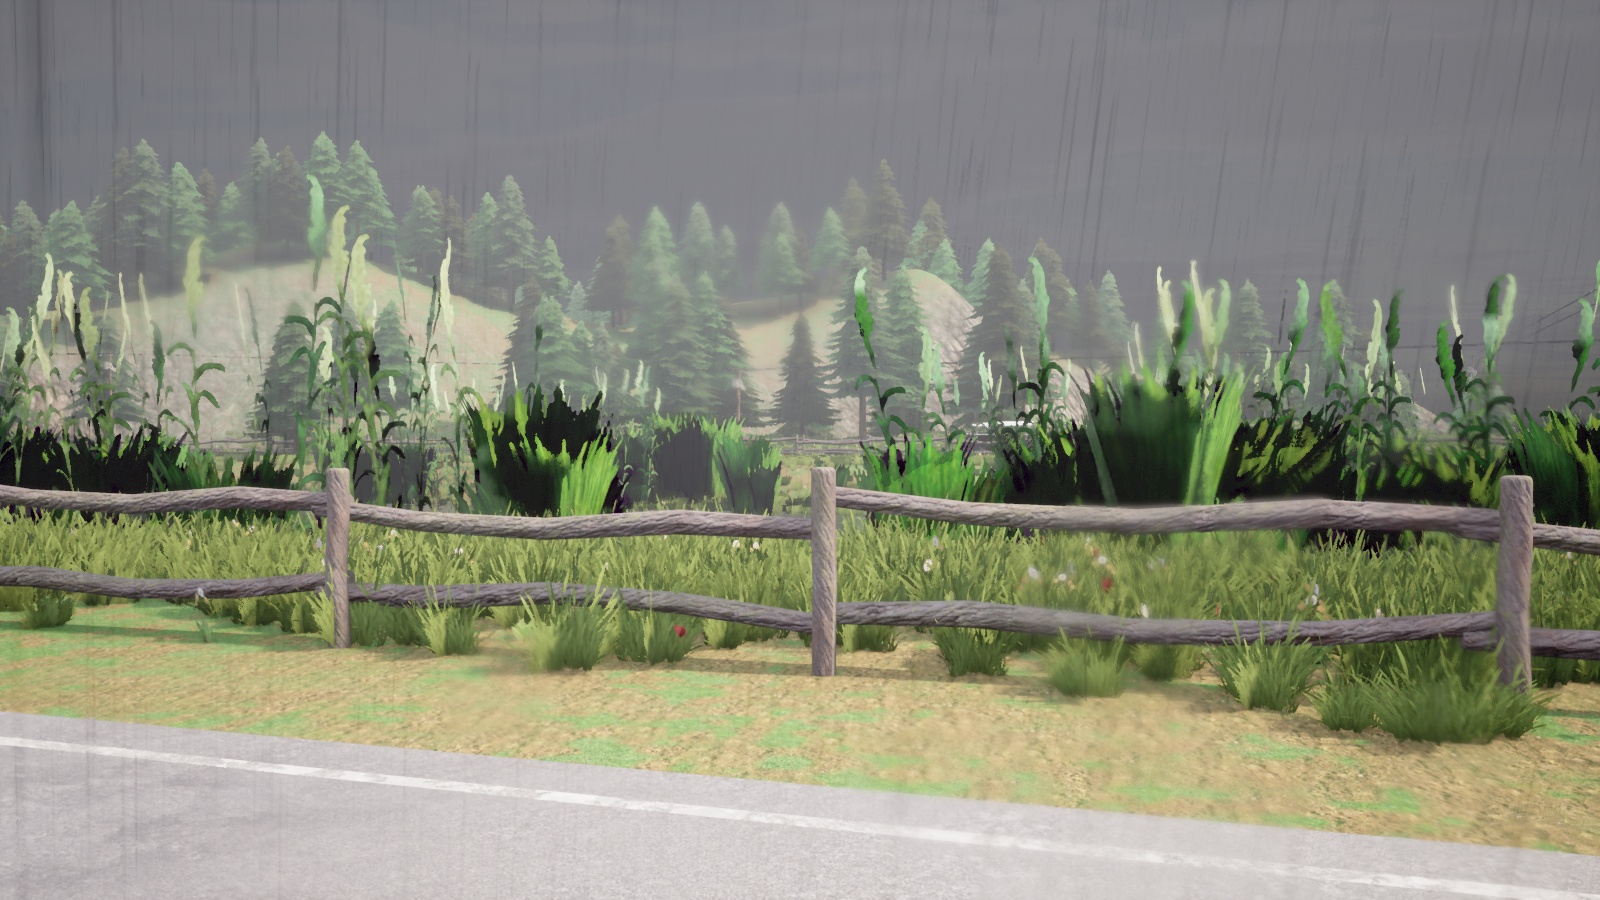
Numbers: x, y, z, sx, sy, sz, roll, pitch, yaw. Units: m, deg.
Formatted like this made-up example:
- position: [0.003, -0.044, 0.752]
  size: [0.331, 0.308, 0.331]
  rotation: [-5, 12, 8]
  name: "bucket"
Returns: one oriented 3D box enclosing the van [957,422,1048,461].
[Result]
- position: [10.905, -0.456, 67.561]
  size: [4.480, 2.038, 2.069]
  rotation: [1, 1, 21]
  name: "van"
